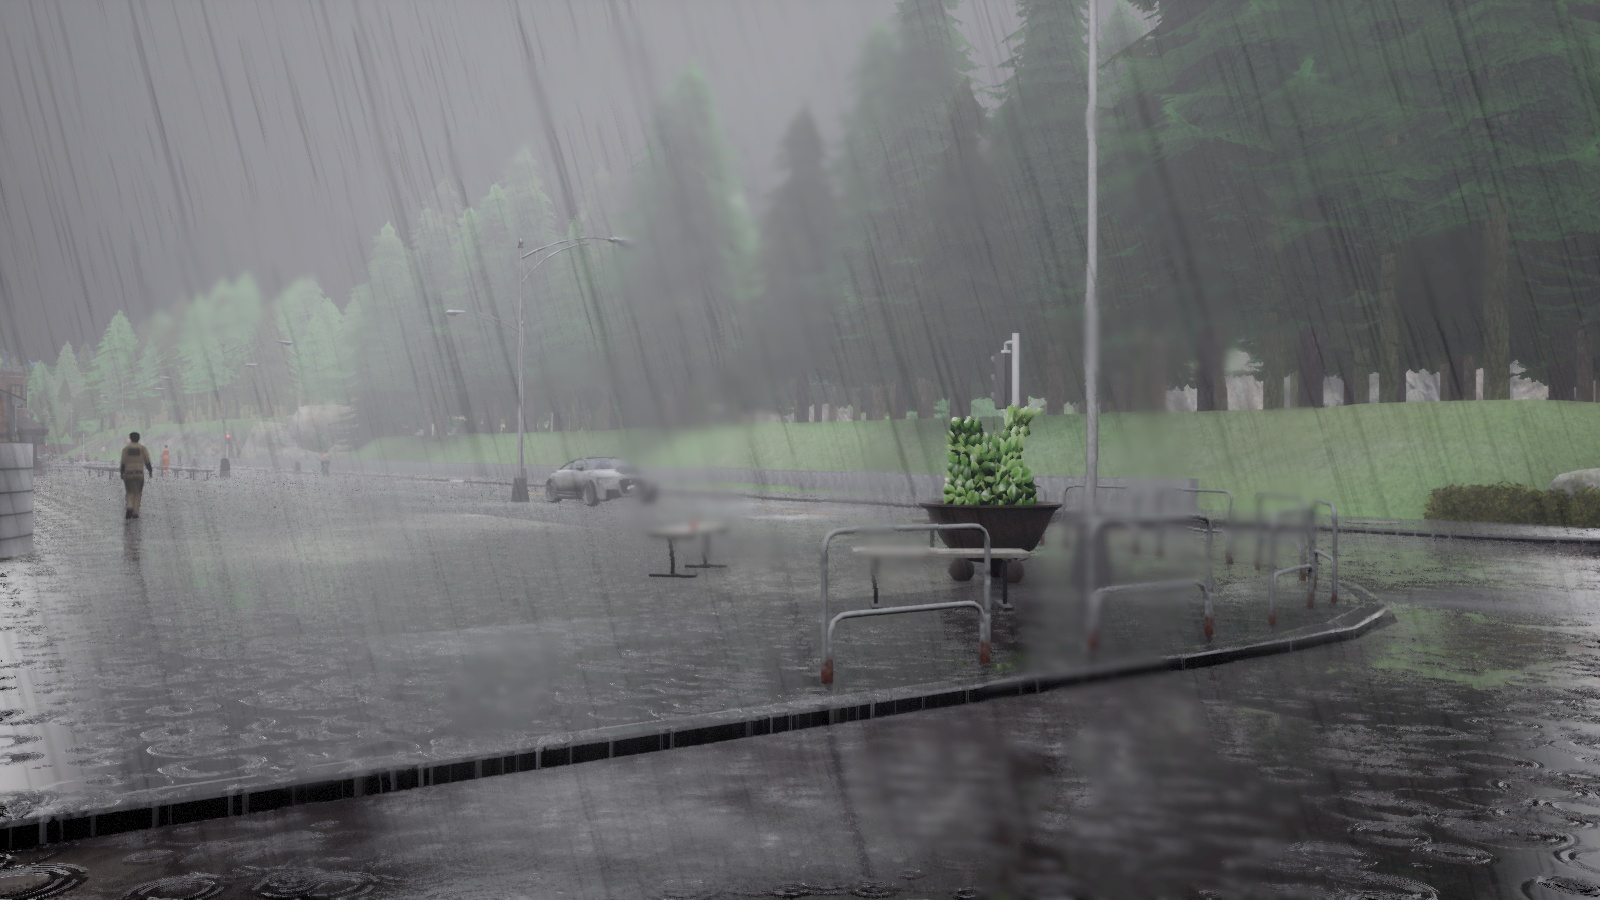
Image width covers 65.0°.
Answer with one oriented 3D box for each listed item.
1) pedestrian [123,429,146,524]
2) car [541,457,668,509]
[{"bbox_3d":[-13.747,0.547,25.942,0.396,1.930,0.692,0,0,-26],"label":"pedestrian"},{"bbox_3d":[-5.705,0.909,36.289,1.994,1.385,4.181,0,0,-35],"label":"car"}]
